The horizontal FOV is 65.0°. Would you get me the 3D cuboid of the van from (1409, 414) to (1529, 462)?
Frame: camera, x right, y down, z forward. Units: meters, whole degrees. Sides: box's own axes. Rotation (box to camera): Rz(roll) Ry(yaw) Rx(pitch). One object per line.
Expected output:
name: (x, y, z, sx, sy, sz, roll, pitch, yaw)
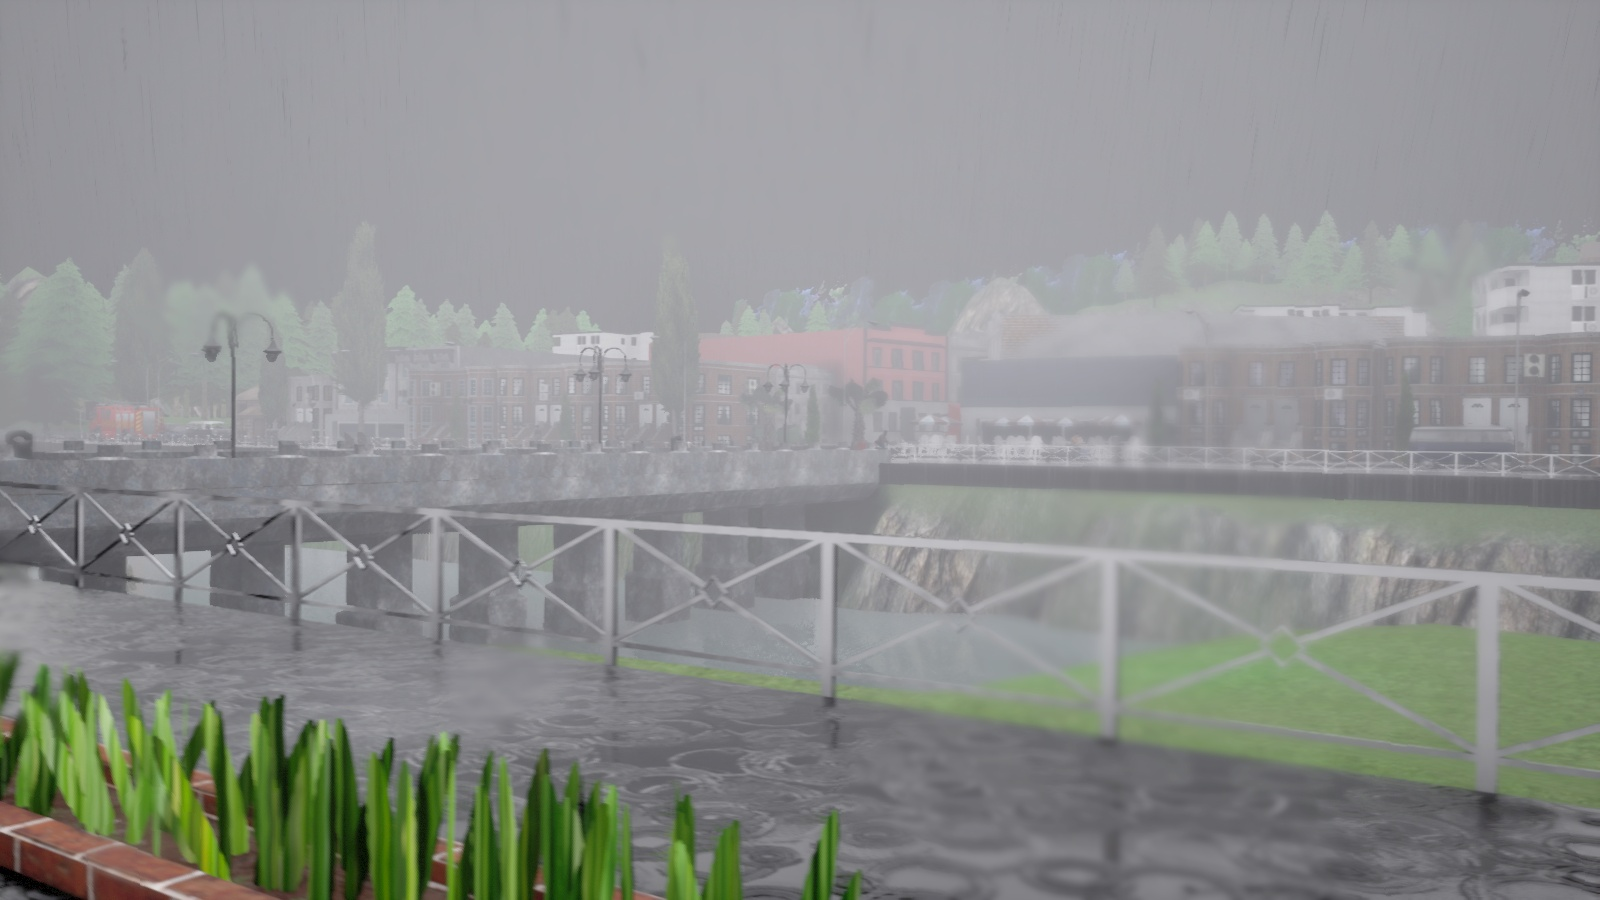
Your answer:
van: (28.890, -0.519, 54.274, 4.442, 1.987, 1.775, 0, 1, 33)
